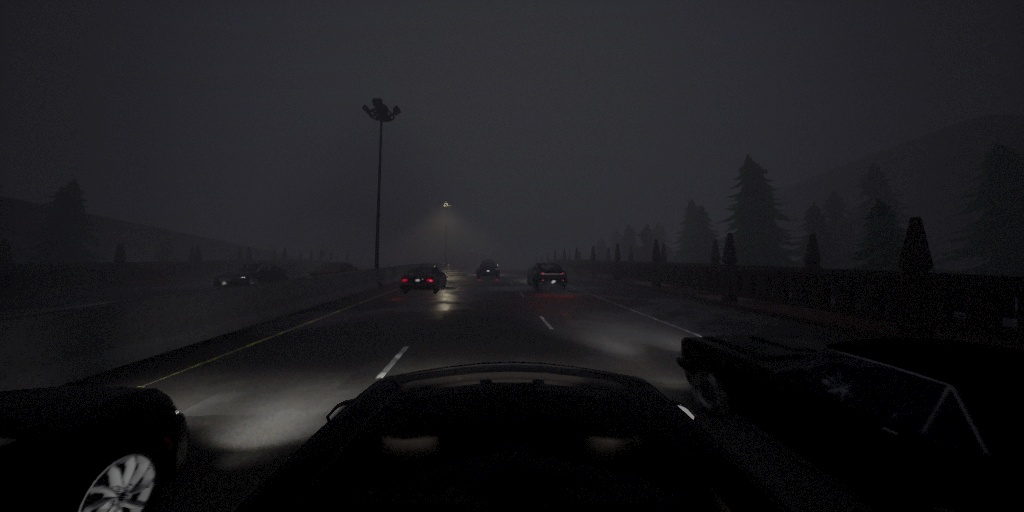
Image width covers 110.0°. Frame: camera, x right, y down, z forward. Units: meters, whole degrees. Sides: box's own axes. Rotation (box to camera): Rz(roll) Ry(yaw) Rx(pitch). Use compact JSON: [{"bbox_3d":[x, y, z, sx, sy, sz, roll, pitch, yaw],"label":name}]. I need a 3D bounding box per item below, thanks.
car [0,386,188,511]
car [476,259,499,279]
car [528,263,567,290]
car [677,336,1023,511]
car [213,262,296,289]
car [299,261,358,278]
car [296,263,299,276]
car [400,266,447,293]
[{"bbox_3d":[-3.472,1.261,0.918,1.837,1.490,4.892,0,0,-4],"label":"car"},{"bbox_3d":[-2.140,1.218,31.916,1.994,1.385,4.181,0,0,-4],"label":"car"},{"bbox_3d":[2.073,1.179,21.868,2.128,1.511,4.902,0,0,-4],"label":"car"},{"bbox_3d":[3.400,1.352,2.989,1.895,1.301,4.718,0,0,-4],"label":"car"},{"bbox_3d":[-15.662,1.183,21.744,2.128,1.511,4.902,0,0,-4],"label":"car"},{"bbox_3d":[-12.381,1.158,24.992,1.882,1.535,5.008,0,0,-4],"label":"car"},{"bbox_3d":[-19.829,1.208,31.118,2.033,1.411,5.357,0,0,-4],"label":"car"},{"bbox_3d":[-4.817,1.243,20.065,2.033,1.411,5.357,0,0,-4],"label":"car"}]
